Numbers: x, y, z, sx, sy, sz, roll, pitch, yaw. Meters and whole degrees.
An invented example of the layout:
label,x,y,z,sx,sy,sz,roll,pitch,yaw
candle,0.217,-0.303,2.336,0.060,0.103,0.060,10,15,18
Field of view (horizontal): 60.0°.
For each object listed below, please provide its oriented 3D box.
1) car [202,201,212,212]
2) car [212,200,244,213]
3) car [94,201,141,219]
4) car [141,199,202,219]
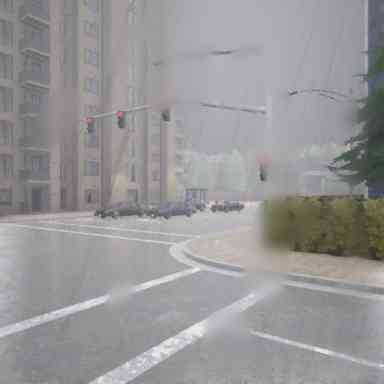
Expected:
label,x,y,z,sx,sy,sz,roll,pitch,yaw
car,-0.329,1.492,37.228,2.128,1.511,4.902,0,0,36
car,3.970,1.601,37.183,1.895,1.301,4.718,0,0,36
car,-6.012,1.547,29.424,2.033,1.411,5.357,0,0,36
car,-1.677,1.547,29.435,2.033,1.411,5.357,0,0,36
